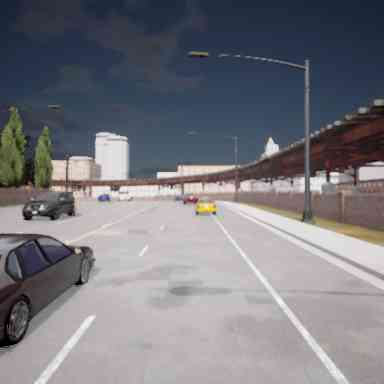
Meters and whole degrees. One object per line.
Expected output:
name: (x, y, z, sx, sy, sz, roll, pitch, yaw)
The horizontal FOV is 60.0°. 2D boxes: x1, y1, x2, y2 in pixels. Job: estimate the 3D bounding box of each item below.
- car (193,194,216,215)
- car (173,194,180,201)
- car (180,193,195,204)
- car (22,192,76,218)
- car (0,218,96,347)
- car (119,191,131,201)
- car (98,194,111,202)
car: (1.226, 1.184, 30.519, 1.801, 1.575, 5.366, 0, 0, 0)
car: (-2.433, 1.174, 65.923, 1.994, 1.385, 4.181, 0, -1, -13)
car: (-0.263, 0.912, 50.429, 2.097, 1.767, 4.553, 0, 0, -4)
car: (-10.598, 0.997, 25.162, 2.150, 2.045, 5.566, 0, 1, 0)
car: (-3.401, 1.492, 6.156, 2.033, 1.411, 5.357, 0, 1, 0)
car: (-13.541, 0.844, 67.049, 2.150, 2.045, 5.566, 0, -1, -13)
car: (-15.492, 1.007, 58.936, 1.882, 1.535, 5.008, 0, 0, -9)
